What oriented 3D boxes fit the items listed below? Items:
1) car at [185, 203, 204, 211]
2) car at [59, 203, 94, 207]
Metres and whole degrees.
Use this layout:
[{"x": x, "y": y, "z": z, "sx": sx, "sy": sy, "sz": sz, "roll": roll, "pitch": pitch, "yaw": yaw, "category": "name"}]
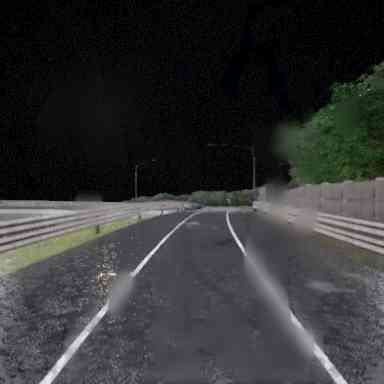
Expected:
[{"x": 0.637, "y": 3.166, "z": 71.767, "sx": 2.097, "sy": 1.767, "sz": 4.553, "roll": -3, "pitch": -5, "yaw": 41, "category": "car"}, {"x": -19.068, "y": 2.294, "z": 55.006, "sx": 5.357, "sy": 1.411, "sz": 2.033, "roll": 3, "pitch": -4, "yaw": -34, "category": "car"}]
